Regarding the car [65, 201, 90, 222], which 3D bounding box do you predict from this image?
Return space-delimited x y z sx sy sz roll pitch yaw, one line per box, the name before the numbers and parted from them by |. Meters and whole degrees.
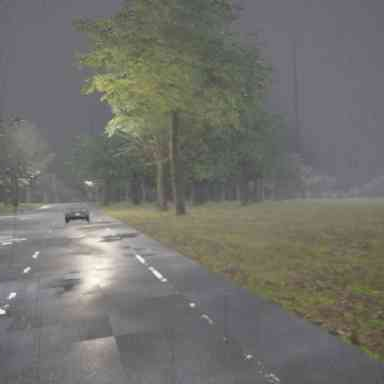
car | -10.127 1.841 29.332 1.994 1.385 4.181 -2 0 -20
